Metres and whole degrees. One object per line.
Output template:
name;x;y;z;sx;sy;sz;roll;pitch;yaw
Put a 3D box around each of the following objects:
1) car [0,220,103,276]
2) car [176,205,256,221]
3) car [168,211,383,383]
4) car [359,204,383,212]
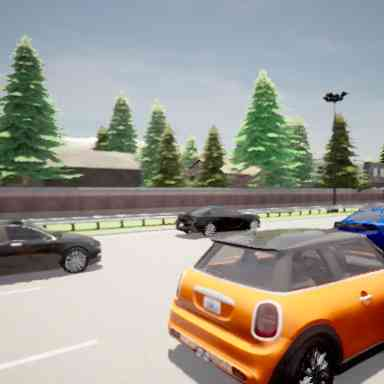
car;-4.864;1.503;8.873;4.892;1.490;1.837;0;0;-35
car;1.502;1.454;17.714;5.008;1.535;1.882;0;0;-36
car;1.966;1.342;5.150;4.553;1.767;2.097;0;0;-36
car;7.821;1.447;13.623;5.008;1.535;1.882;0;0;-35
